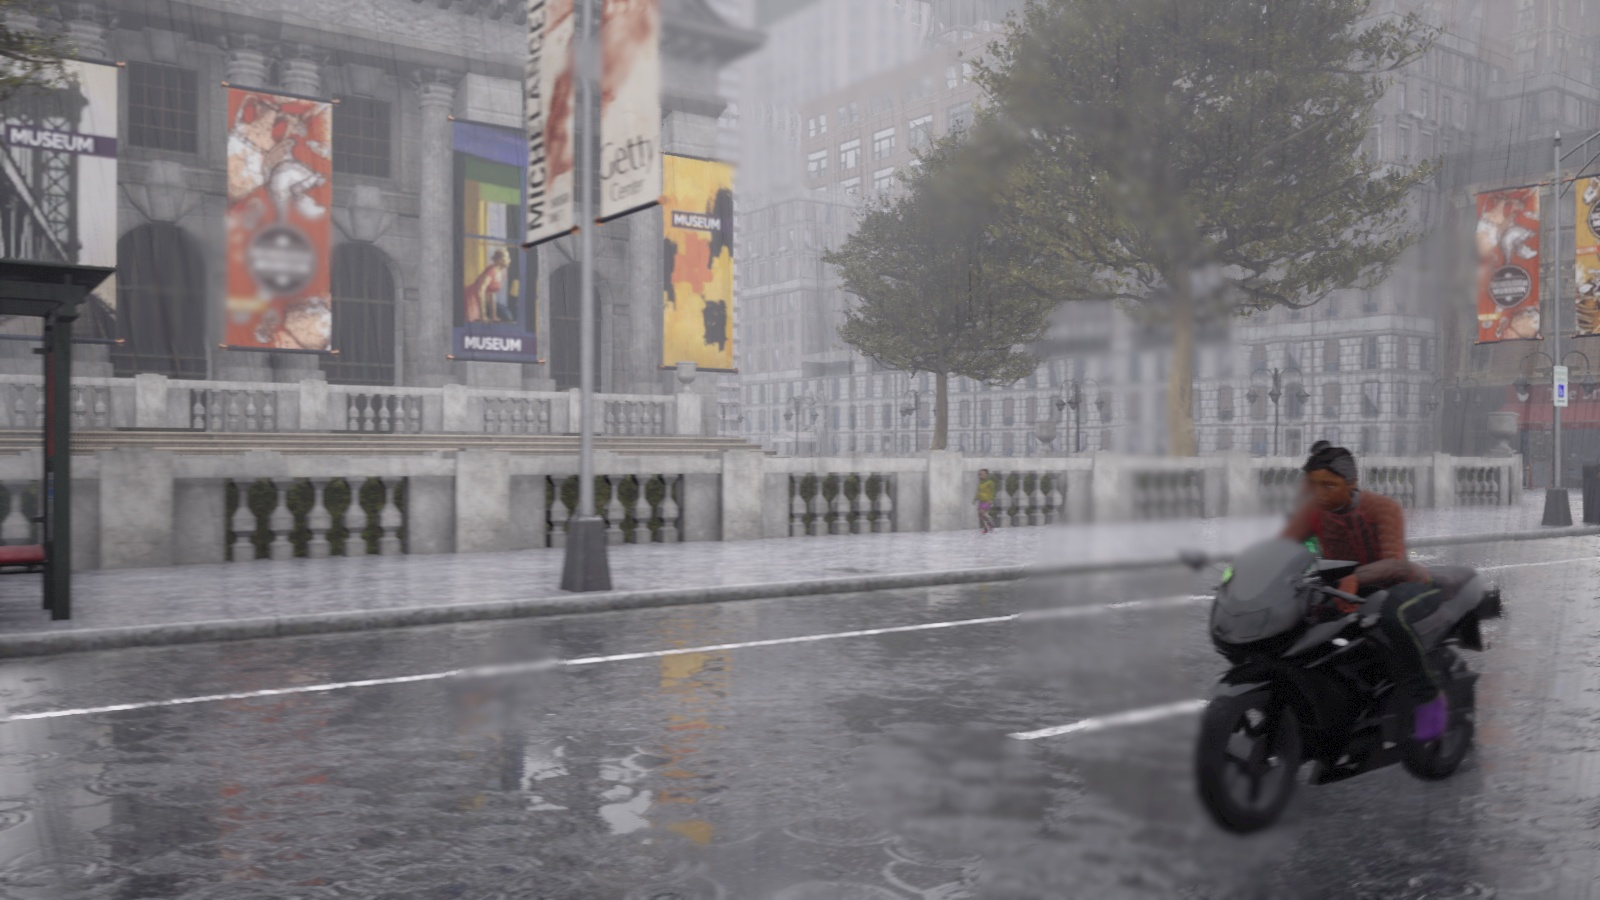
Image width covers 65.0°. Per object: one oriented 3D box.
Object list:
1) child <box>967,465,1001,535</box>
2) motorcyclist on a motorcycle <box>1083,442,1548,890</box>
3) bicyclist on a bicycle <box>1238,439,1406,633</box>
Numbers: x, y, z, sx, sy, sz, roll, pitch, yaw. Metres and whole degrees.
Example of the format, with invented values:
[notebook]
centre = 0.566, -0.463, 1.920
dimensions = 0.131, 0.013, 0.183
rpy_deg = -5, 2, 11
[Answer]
[child]
centre = 3.069, 0.826, 20.951
dimensions = 0.473, 1.160, 0.299
rpy_deg = 0, 0, -35
[motorcyclist on a motorcycle]
centre = 2.175, 0.735, 5.181
dimensions = 2.044, 1.523, 0.797
rpy_deg = 0, 0, -35
[bicyclist on a bicycle]
centre = 4.670, 0.715, 11.200
dimensions = 1.656, 1.620, 0.582
rpy_deg = 0, 0, -35
